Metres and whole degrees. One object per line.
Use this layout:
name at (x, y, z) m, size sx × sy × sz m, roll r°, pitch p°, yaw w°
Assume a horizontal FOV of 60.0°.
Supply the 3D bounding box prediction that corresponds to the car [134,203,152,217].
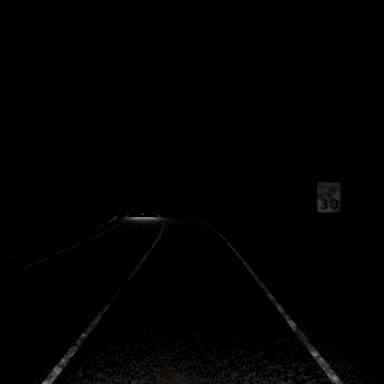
car at (-5.616, 1.996, 37.640) m, size 2.033 × 1.411 × 5.357 m, roll 1°, pitch -1°, yaw -10°
